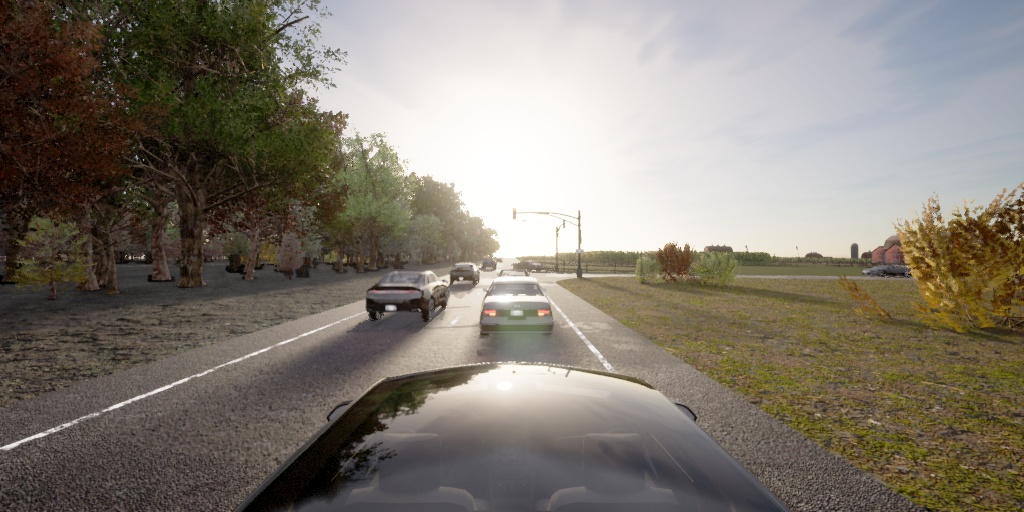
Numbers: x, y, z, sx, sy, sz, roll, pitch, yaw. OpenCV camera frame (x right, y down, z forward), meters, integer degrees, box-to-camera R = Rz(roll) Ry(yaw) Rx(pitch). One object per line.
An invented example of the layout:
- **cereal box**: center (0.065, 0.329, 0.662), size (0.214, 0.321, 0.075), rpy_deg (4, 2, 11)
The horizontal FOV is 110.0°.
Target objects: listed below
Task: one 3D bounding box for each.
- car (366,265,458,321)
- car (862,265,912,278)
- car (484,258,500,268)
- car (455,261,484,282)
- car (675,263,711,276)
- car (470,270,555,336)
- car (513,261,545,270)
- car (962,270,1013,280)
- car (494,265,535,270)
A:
- **car**: center (-3.408, 1.242, 12.473), size (2.128, 1.511, 4.902), rpy_deg (0, 0, 0)
- **car**: center (44.450, 1.785, 42.520), size (4.902, 1.511, 2.128), rpy_deg (1, -1, 1)
- **car**: center (-3.451, 1.107, 56.172), size (2.097, 1.767, 4.553), rpy_deg (0, 0, 0)
- **car**: center (-3.424, 1.260, 26.584), size (1.837, 1.490, 4.892), rpy_deg (0, 0, 0)
- **car**: center (21.848, 1.572, 42.628), size (4.674, 1.442, 1.812), rpy_deg (1, -1, 0)
- **car**: center (0.087, 1.300, 10.384), size (2.033, 1.411, 5.357), rpy_deg (0, 0, 0)
- **car**: center (2.091, 1.318, 48.369), size (2.033, 1.411, 5.357), rpy_deg (0, 1, -36)
- **car**: center (51.384, 1.910, 38.888), size (4.718, 1.301, 1.895), rpy_deg (1, -1, 1)
- **car**: center (0.081, 1.355, 20.034), size (1.895, 1.301, 4.718), rpy_deg (0, 0, 0)
